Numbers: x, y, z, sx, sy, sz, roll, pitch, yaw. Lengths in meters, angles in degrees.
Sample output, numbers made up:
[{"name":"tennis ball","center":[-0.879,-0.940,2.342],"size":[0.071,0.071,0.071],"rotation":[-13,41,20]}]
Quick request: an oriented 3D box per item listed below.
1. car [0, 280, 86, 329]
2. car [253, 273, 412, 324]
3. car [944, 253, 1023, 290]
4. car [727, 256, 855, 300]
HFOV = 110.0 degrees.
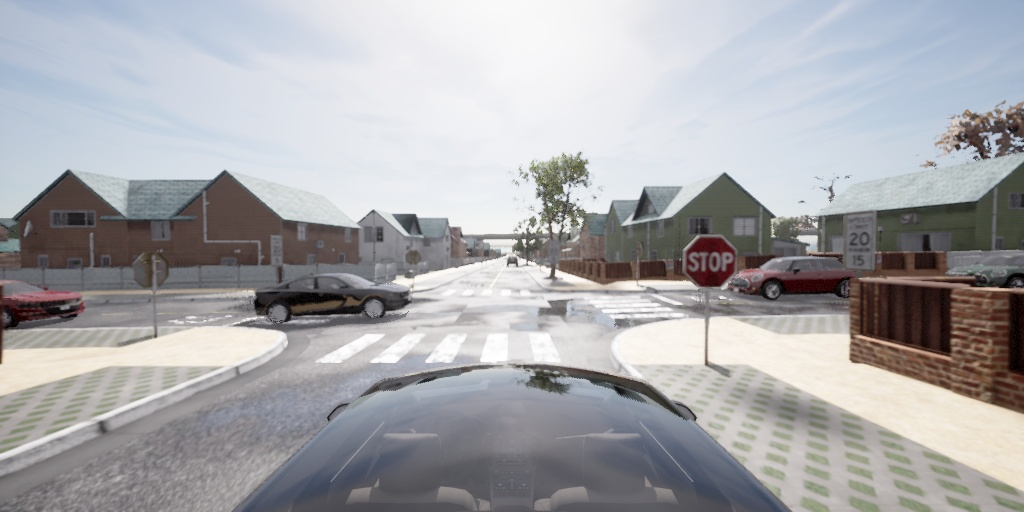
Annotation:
[{"name":"car","center":[-17.791,1.555,12.254],"size":[5.008,1.535,1.882],"rotation":[-1,2,0]},{"name":"car","center":[-6.035,1.316,12.330],"size":[5.008,1.535,1.882],"rotation":[-3,1,0]},{"name":"car","center":[21.720,0.662,15.427],"size":[4.553,1.767,2.097],"rotation":[-1,2,0]},{"name":"car","center":[11.825,0.836,15.366],"size":[4.553,1.767,2.097],"rotation":[-1,2,0]}]
